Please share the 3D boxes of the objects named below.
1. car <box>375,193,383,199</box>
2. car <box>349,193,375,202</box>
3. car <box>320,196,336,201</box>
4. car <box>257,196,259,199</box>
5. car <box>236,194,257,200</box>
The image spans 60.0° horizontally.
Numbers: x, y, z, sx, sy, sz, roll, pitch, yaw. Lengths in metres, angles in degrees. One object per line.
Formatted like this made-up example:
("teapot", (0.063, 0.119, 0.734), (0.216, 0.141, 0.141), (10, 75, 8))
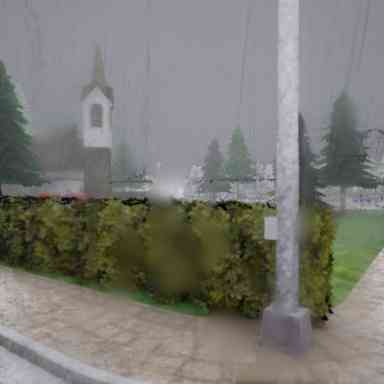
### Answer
("car", (44.985, 1.087, 82.232), (4.605, 1.855, 1.932), (0, 0, 35))
("car", (34.246, 1.357, 67.065), (3.633, 1.501, 1.845), (0, 0, 35))
("car", (29.862, 1.338, 73.753), (3.806, 1.475, 1.970), (0, 0, 35))
("car", (14.633, 1.206, 84.545), (5.027, 1.636, 2.152), (0, 0, 35))
("car", (12.882, 1.214, 81.942), (4.514, 1.523, 2.007), (0, 0, 35))
